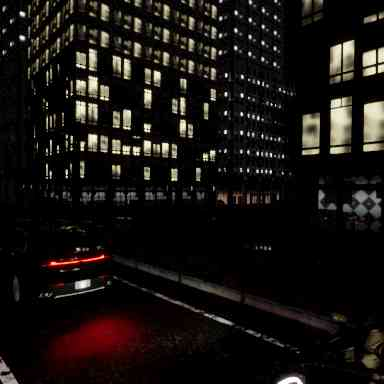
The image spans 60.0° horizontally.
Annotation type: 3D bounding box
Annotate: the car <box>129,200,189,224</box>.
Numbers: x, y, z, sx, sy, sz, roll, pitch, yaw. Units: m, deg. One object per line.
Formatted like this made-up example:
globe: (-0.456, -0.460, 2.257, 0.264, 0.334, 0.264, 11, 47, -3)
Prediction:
car: (-2.559, 1.524, 26.520, 5.009, 1.841, 2.192, 1, 0, -40)

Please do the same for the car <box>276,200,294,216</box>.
car: (10.356, 1.936, 37.449, 4.206, 1.307, 1.802, 1, 0, -40)

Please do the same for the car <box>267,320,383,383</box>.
car: (2.420, 1.352, 1.331, 2.097, 1.767, 4.553, 0, 0, -41)

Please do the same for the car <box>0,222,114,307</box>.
car: (-3.662, 1.501, 8.124, 1.837, 1.490, 4.892, 0, 0, -41)

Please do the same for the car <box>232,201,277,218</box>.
car: (6.180, 1.833, 33.915, 4.829, 1.417, 1.752, 1, 0, -40)

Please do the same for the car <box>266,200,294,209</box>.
car: (13.547, 1.882, 51.124, 4.313, 1.339, 1.947, 1, 0, -40)

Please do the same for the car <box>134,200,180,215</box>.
car: (-3.800, 1.648, 36.449, 4.829, 1.417, 1.752, 1, 0, -40)
